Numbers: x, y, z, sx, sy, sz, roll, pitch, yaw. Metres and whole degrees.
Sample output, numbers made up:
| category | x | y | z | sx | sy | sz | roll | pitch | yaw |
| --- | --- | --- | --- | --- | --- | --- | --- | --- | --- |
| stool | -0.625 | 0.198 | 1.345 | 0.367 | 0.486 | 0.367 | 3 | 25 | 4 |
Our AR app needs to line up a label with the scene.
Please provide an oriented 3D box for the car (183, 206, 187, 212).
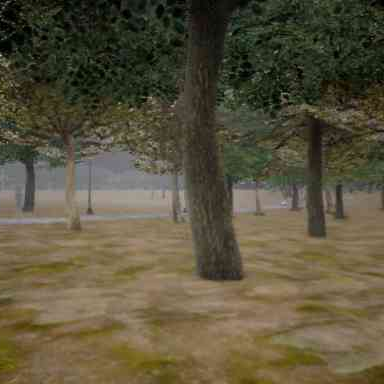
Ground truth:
| category | x | y | z | sx | sy | sz | roll | pitch | yaw |
| --- | --- | --- | --- | --- | --- | --- | --- | --- | --- |
| car | 0.290 | 2.884 | 62.229 | 2.097 | 1.767 | 4.553 | -1 | -2 | 32 |
